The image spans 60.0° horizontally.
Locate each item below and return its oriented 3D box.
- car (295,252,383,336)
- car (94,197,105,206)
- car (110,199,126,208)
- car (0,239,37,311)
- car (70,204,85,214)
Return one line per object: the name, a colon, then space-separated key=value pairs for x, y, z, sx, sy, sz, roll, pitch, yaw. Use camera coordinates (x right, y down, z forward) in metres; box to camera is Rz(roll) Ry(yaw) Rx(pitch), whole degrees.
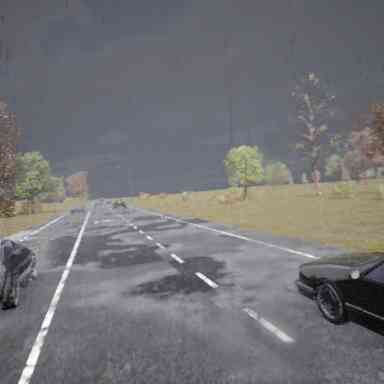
car: x=3.402 y=1.249 z=3.805 sx=2.033 sy=1.411 sz=5.357 roll=-5 pitch=0 yaw=-16
car: x=-24.861 y=2.949 z=88.315 sx=1.837 sy=1.490 sz=4.892 roll=-5 pitch=0 yaw=-14
car: x=-13.939 y=2.075 z=63.401 sx=2.097 sy=1.767 sz=4.553 roll=-5 pitch=0 yaw=-16
car: x=-5.113 y=1.921 z=8.096 sx=1.994 sy=1.385 sz=4.181 roll=-5 pitch=0 yaw=-16
car: x=-17.877 y=2.671 z=52.129 sx=1.994 sy=1.385 sz=4.181 roll=-5 pitch=0 yaw=-15
